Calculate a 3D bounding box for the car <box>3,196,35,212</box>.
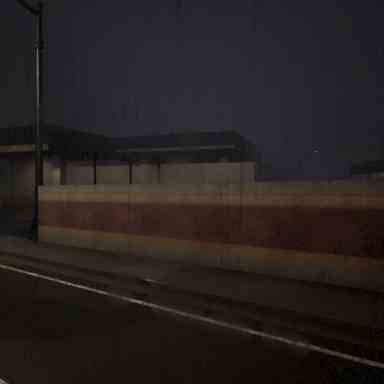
[{"bbox_3d":[-18.622,1.295,37.483,2.242,1.667,4.611,0,0,36],"label":"car"}]
